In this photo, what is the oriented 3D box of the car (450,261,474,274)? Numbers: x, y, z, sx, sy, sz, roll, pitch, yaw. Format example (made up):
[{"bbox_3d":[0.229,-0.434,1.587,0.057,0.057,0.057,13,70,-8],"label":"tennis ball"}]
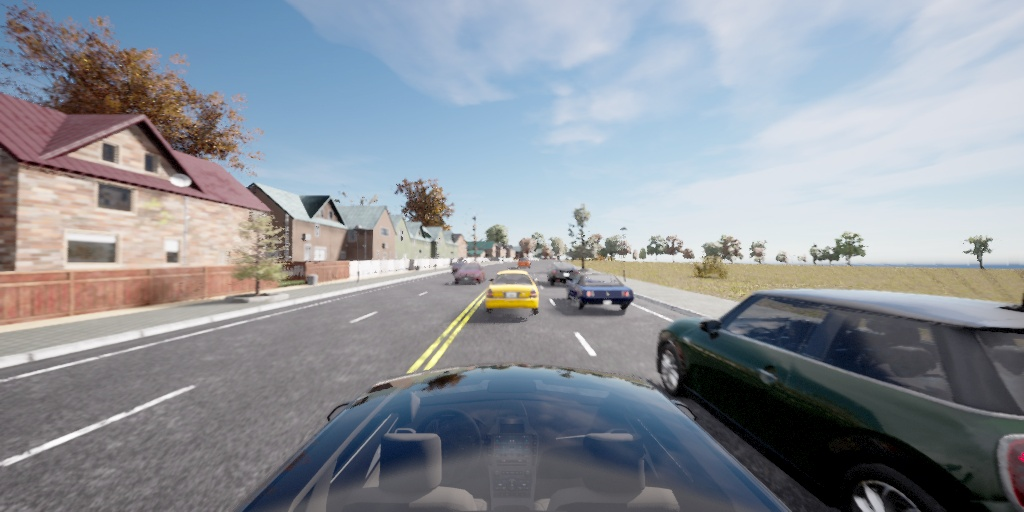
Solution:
[{"bbox_3d":[-5.682,1.300,41.199,1.994,1.385,4.181,0,0,3],"label":"car"}]

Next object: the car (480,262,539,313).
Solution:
[{"bbox_3d":[0.047,1.198,13.827,1.801,1.575,5.366,0,0,1],"label":"car"}]

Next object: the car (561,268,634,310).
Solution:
[{"bbox_3d":[3.350,1.345,14.700,1.895,1.301,4.718,0,0,1],"label":"car"}]

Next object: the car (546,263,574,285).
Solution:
[{"bbox_3d":[3.582,1.243,25.642,2.163,1.488,4.792,0,0,2],"label":"car"}]

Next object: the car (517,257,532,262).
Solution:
[{"bbox_3d":[1.941,1.088,58.838,2.097,1.767,4.553,0,0,4],"label":"car"}]

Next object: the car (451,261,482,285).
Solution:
[{"bbox_3d":[-2.984,1.264,26.270,1.812,1.442,4.674,0,0,2],"label":"car"}]

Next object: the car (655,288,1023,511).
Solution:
[{"bbox_3d":[3.250,1.103,3.696,2.097,1.767,4.553,0,0,0],"label":"car"}]
